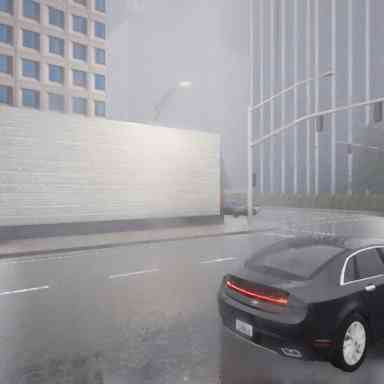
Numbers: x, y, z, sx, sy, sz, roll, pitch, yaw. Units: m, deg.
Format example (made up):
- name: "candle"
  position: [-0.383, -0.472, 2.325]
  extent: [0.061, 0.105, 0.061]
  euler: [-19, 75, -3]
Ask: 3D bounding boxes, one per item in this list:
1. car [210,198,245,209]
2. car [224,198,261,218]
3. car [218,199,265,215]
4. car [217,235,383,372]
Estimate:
- name: "car"
  position: [5.056, 1.603, 47.908]
  extent: [2.033, 1.411, 5.357]
  euler: [0, 0, -36]
- name: "car"
  position: [3.600, 1.603, 31.571]
  extent: [2.033, 1.411, 5.357]
  euler: [0, 0, -36]
- name: "car"
  position: [5.163, 1.547, 35.403]
  extent: [2.128, 1.511, 4.902]
  euler: [0, 0, -36]
- name: "car"
  position: [2.655, 1.505, 5.692]
  extent: [4.892, 1.490, 1.837]
  euler: [0, 0, -35]
